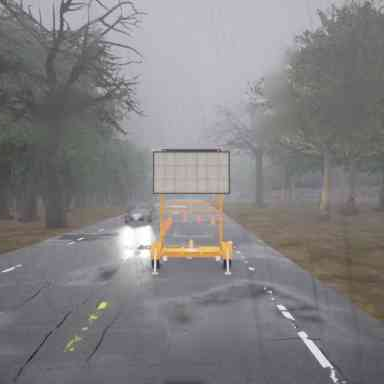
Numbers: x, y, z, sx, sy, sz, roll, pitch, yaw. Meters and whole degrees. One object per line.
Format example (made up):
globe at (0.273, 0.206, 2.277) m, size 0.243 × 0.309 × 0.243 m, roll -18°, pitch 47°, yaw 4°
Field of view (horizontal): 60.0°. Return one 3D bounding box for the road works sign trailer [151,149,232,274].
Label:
road works sign trailer at (-0.017, 0.458, 10.486) m, size 2.380 × 3.560 × 2.880 m, roll 0°, pitch 0°, yaw 0°

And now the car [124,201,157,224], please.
car at (-3.642, 1.458, 24.215) m, size 2.128 × 1.511 × 4.902 m, roll 0°, pitch 0°, yaw 0°
